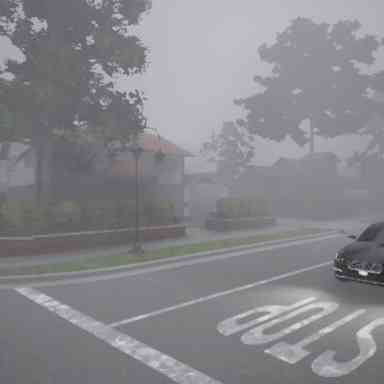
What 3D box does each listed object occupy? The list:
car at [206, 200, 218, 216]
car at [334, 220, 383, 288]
[{"bbox_3d":[3.047,1.397,28.912,1.970,1.475,3.806,0,-1,-40],"label":"car"},{"bbox_3d":[5.613,1.539,8.933,4.892,1.490,1.837,0,-1,-41],"label":"car"}]
